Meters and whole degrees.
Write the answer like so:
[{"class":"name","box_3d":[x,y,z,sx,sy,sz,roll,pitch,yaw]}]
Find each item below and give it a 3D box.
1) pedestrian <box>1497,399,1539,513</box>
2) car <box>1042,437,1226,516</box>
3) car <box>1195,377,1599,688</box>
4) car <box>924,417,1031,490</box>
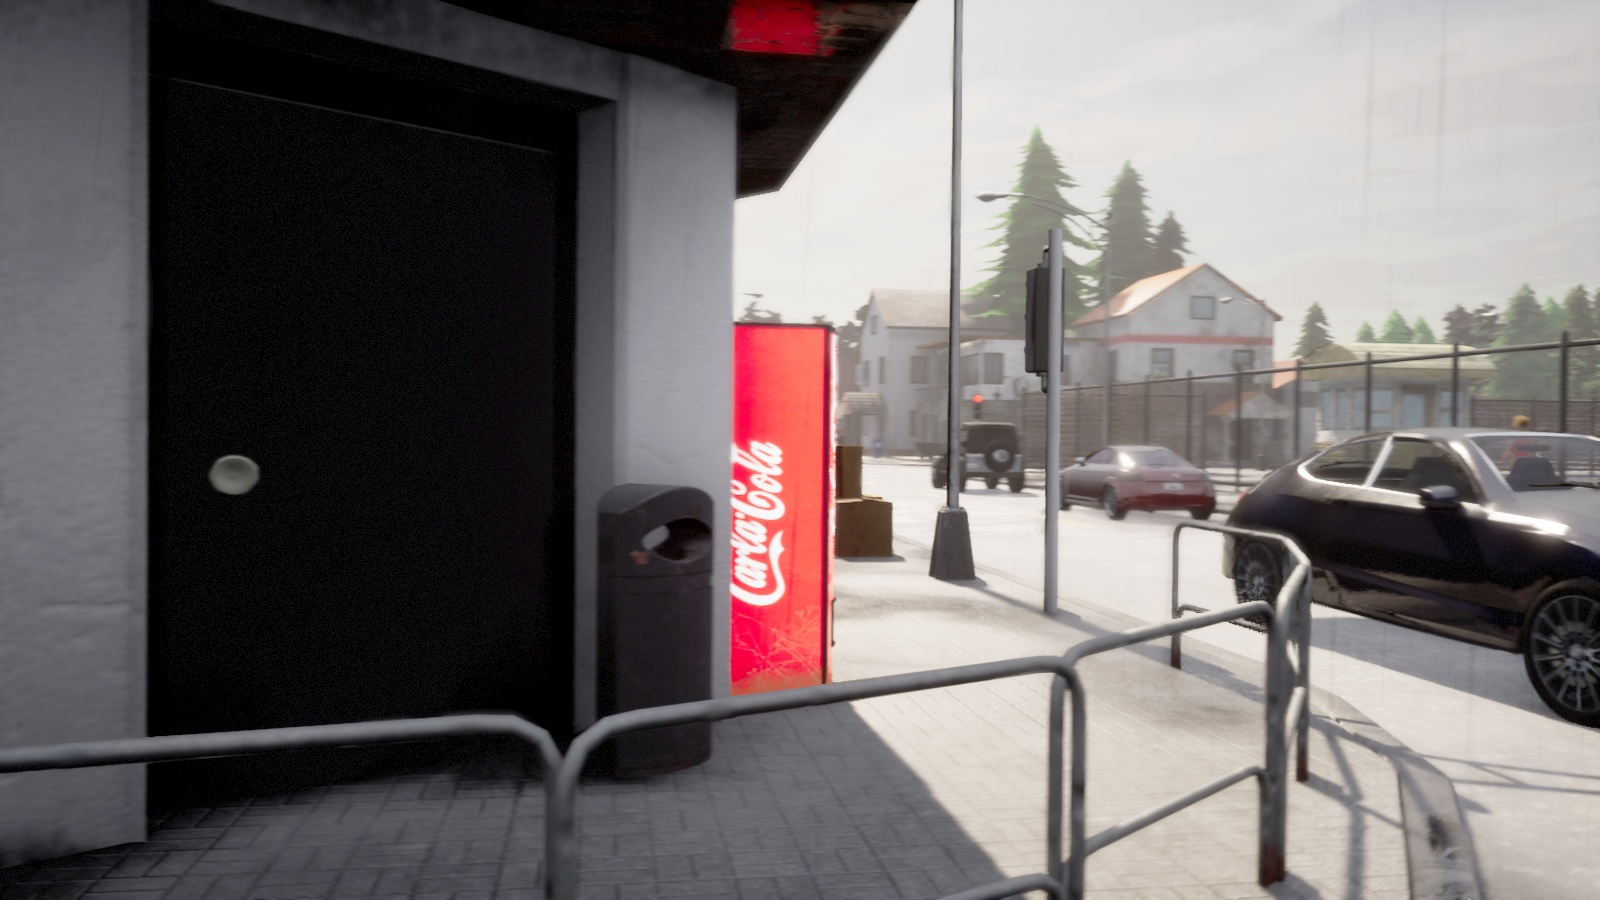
[{"class":"pedestrian","box_3d":[11.673,0.095,20.424,0.345,1.836,0.594,-1,1,3]},{"class":"car","box_3d":[6.402,0.453,24.629,1.994,1.385,4.181,-1,1,-8]},{"class":"car","box_3d":[4.965,0.401,8.731,2.152,1.651,5.027,-1,1,-10]},{"class":"car","box_3d":[4.785,0.069,34.456,1.905,1.878,3.866,-1,1,-8]}]
